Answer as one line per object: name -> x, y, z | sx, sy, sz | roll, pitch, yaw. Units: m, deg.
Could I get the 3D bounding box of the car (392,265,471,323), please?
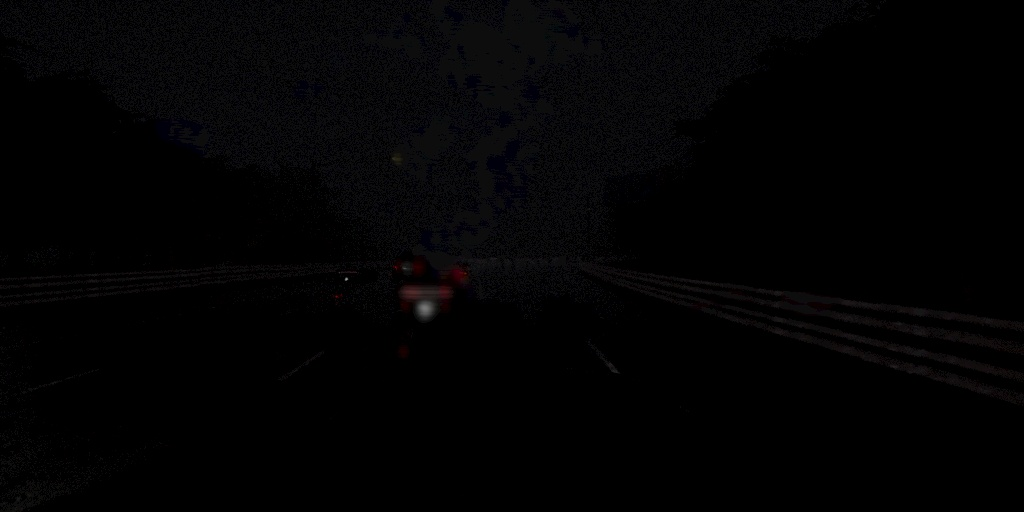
car -> -2.638, 1.250, 12.344 | 2.128, 1.511, 4.902 | 0, 0, -6

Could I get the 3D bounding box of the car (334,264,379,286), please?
car -> -10.864, 1.281, 25.388 | 2.128, 1.511, 4.902 | 0, 0, -6

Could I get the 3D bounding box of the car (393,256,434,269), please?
car -> -7.528, 1.008, 27.305 | 2.150, 2.045, 5.566 | 0, 0, -6

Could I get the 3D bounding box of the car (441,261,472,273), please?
car -> -3.994, 1.305, 26.009 | 1.812, 1.442, 4.674 | 0, 0, -6
